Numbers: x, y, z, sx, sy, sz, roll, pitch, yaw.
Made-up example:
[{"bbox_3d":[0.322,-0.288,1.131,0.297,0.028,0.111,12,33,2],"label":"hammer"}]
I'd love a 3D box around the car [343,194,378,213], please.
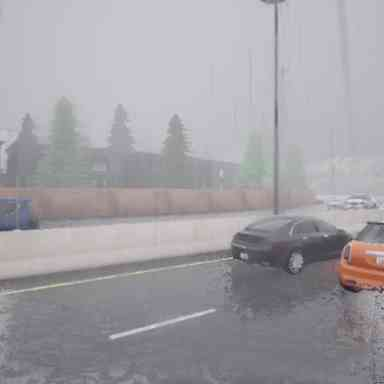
[{"bbox_3d":[19.264,1.211,37.895,2.150,2.045,5.566,0,0,42],"label":"car"}]

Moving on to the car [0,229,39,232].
[{"bbox_3d":[-8.101,1.222,11.113,5.566,2.045,2.150,0,0,-35],"label":"car"}]

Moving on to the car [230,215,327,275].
[{"bbox_3d":[3.402,1.502,10.470,4.892,1.490,1.837,0,0,-35],"label":"car"}]

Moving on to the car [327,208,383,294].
[{"bbox_3d":[5.429,1.349,7.616,4.553,1.767,2.097,0,0,-35],"label":"car"}]
